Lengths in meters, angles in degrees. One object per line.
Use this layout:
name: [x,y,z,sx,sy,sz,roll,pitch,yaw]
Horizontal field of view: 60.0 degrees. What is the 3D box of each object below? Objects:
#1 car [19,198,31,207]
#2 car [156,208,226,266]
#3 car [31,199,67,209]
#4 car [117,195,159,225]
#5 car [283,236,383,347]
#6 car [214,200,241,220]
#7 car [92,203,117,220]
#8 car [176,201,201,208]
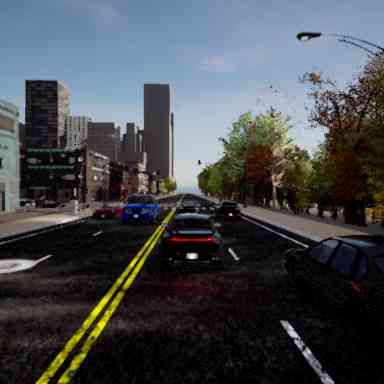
car: [-29.156,1.793,57.165,4.403,1.369,2.008,-1,1,-1]
car: [-0.029,1.498,11.467,1.837,1.490,4.892,0,0,-1]
car: [-20.686,1.798,48.790,4.313,1.339,1.947,-1,1,-1]
car: [-3.678,1.211,24.436,2.150,2.045,5.566,0,0,-1]
car: [3.297,1.543,6.242,2.033,1.411,5.357,0,0,-1]
car: [2.960,1.489,28.106,1.837,1.490,4.892,0,0,-1]
car: [-6.982,1.588,28.297,1.895,1.301,4.718,0,0,-1]
car: [-0.289,1.477,28.000,2.128,1.511,4.902,0,0,-1]
